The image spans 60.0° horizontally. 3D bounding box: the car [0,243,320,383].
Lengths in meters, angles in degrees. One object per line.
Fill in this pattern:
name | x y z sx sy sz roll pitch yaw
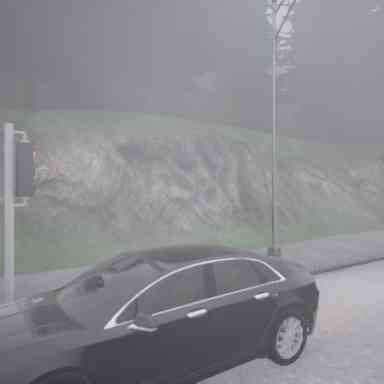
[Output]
car | -0.382 1.505 4.306 4.892 1.490 1.837 0 0 -34
